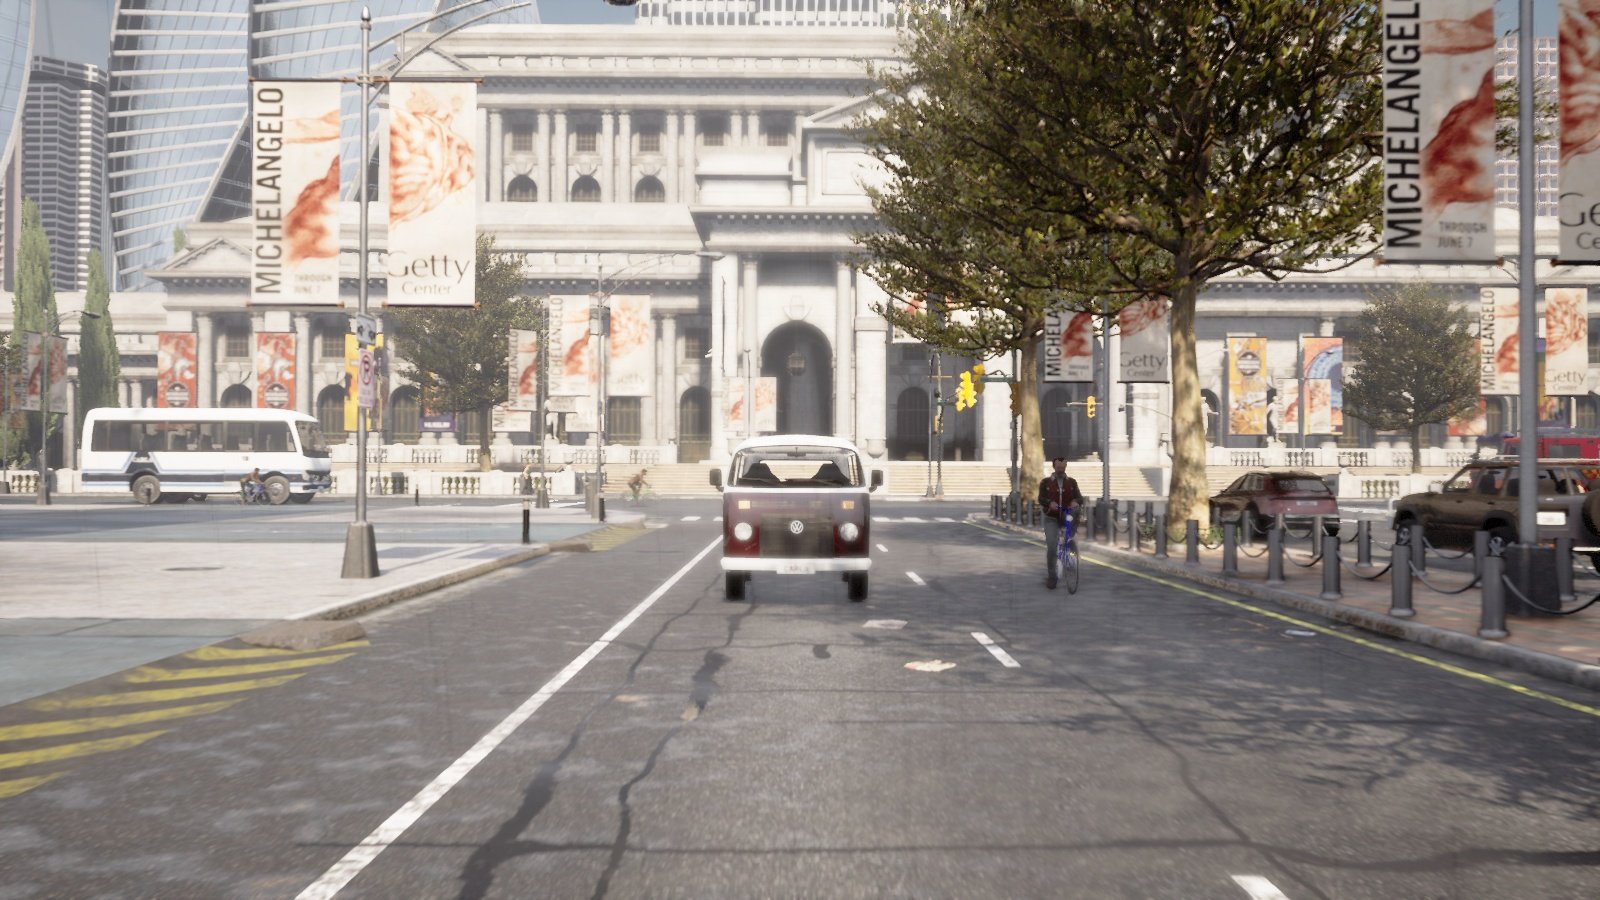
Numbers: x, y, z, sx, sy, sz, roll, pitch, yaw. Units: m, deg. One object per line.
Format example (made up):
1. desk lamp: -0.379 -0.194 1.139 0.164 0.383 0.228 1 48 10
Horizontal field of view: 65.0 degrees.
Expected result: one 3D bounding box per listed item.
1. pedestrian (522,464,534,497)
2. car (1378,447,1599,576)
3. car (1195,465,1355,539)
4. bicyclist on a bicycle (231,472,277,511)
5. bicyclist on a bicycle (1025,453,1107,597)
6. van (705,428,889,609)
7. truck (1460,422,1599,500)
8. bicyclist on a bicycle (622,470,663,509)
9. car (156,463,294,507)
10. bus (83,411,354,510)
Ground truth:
1. pedestrian: -15.255 1.712 70.457 0.594 1.836 0.345 0 -1 1
2. car: 11.450 0.927 20.427 1.932 1.855 4.605 0 -1 0
3. car: 11.377 1.210 30.490 2.033 1.649 4.856 0 -1 0
4. bicyclist on a bicycle: -22.909 1.742 52.723 1.656 1.620 0.582 0 -1 0
5. bicyclist on a bicycle: 3.459 0.947 16.476 0.659 1.776 1.843 0 -1 0
6. van: -0.042 0.813 16.423 2.069 2.038 4.480 0 -1 0
7. truck: 38.213 0.555 63.151 8.468 3.827 2.891 0 -1 0
8. bicyclist on a bicycle: -6.604 1.674 52.704 1.656 1.620 0.582 0 -2 0
9. car: -27.303 1.642 59.720 5.566 2.045 2.150 0 -1 0
10. bus: -25.828 0.483 56.240 10.273 4.253 3.944 0 -1 0
